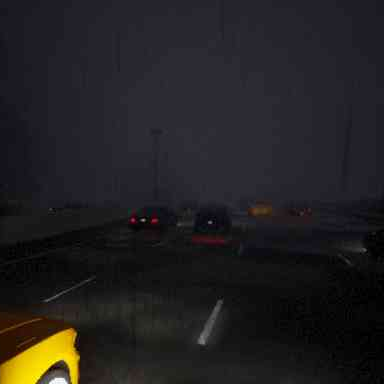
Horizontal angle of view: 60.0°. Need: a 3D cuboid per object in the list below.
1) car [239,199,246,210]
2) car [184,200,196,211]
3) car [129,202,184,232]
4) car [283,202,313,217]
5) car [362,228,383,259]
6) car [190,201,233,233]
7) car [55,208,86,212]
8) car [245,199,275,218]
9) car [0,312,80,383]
[{"bbox_3d":[7.054,1.545,41.869,2.033,1.411,5.357,0,0,2],"label":"car"},{"bbox_3d":[-0.158,1.598,37.759,1.895,1.301,4.718,0,0,4],"label":"car"},{"bbox_3d":[-2.147,1.546,19.939,2.033,1.411,5.357,0,0,9],"label":"car"},{"bbox_3d":[9.874,1.599,31.346,1.895,1.301,4.718,0,0,6],"label":"car"},{"bbox_3d":[6.618,1.547,9.611,2.033,1.411,5.357,0,0,12],"label":"car"},{"bbox_3d":[1.367,1.476,19.954,1.882,1.535,5.008,0,0,9],"label":"car"},{"bbox_3d":[-11.430,1.598,31.167,1.895,1.301,4.718,0,0,6],"label":"car"},{"bbox_3d":[6.192,1.476,29.936,1.882,1.535,5.008,0,-1,4],"label":"car"},{"bbox_3d":[-2.514,1.477,1.519,1.882,1.535,5.008,0,0,15],"label":"car"}]
